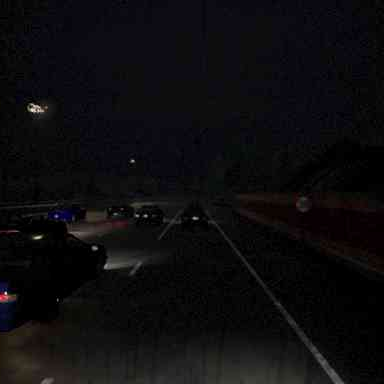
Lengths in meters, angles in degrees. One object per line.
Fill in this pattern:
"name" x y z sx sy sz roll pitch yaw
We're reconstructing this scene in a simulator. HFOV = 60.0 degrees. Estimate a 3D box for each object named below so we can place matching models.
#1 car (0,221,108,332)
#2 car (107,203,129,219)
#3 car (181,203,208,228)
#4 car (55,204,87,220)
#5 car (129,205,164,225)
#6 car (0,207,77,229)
"car" -3.376 1.613 7.298 2.033 1.411 5.357 0 -1 0
"car" -6.790 1.777 31.891 2.128 1.511 4.902 0 -1 0
"car" 0.178 1.765 23.864 2.033 1.411 5.357 0 0 0
"car" -10.303 1.724 27.767 1.882 1.535 5.008 0 -1 0
"car" -3.309 1.785 26.353 2.033 1.411 5.357 0 -1 0
"car" -6.850 1.615 13.932 2.128 1.511 4.902 0 -1 0
